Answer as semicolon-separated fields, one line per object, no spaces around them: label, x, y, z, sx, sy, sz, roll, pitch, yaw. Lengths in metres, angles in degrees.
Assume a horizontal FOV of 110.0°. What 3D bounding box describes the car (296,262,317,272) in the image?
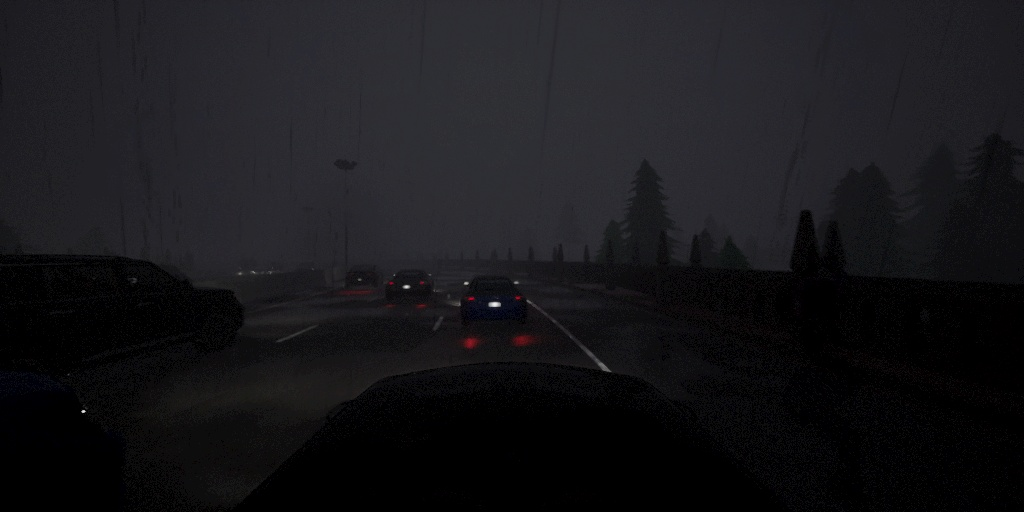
car;-23.611;1.431;41.278;1.882;1.535;5.008;0;0;-27

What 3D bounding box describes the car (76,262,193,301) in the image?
car;-19.632;1.210;19.022;2.097;1.767;4.553;0;0;-13

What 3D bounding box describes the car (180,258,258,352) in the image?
car;-7.127;1.001;5.824;2.150;2.045;5.566;0;0;-3

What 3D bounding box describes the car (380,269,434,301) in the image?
car;-5.002;1.346;17.900;1.994;1.385;4.181;0;0;-9

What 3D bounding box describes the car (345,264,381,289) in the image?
car;-9.876;1.295;24.280;1.882;1.535;5.008;0;0;-14

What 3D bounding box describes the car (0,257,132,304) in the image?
car;-22.996;1.096;18.317;2.150;2.045;5.566;0;0;-12

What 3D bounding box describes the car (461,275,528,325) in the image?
car;-0.660;1.320;11.948;1.994;1.385;4.181;0;0;-5
